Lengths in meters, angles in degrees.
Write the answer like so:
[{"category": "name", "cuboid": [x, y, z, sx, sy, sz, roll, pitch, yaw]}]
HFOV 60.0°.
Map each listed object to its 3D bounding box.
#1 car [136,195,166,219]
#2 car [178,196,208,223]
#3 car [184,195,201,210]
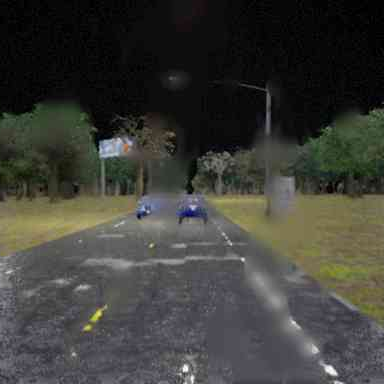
[{"category": "car", "cuboid": [-3.538, 1.301, 29.927, 2.150, 2.045, 5.566, 0, 0, 1]}, {"category": "car", "cuboid": [0.081, 1.302, 26.395, 2.150, 2.045, 5.566, 0, -1, 0]}, {"category": "car", "cuboid": [0.088, 1.357, 42.865, 2.097, 1.767, 4.553, 0, 0, 0]}]
